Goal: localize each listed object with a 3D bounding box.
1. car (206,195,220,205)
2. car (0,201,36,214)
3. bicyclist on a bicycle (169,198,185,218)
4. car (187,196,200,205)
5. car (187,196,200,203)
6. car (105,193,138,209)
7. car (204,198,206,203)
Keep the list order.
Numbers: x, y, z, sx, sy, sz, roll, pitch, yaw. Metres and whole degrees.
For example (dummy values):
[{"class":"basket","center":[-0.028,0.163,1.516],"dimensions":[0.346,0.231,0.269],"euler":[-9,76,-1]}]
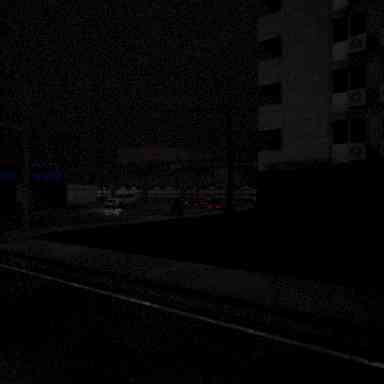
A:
[{"class":"car","center":[3.825,1.515,58.512],"dimensions":[1.812,1.442,4.674],"euler":[0,0,4]},{"class":"car","center":[-17.969,1.589,32.505],"dimensions":[1.895,1.301,4.718],"euler":[0,0,35]},{"class":"bicyclist on a bicycle","center":[-1.250,1.295,27.342],"dimensions":[1.656,1.620,0.582],"euler":[0,0,36]},{"class":"car","center":[0.352,1.552,59.102],"dimensions":[1.994,1.385,4.181],"euler":[0,0,4]},{"class":"car","center":[0.293,1.550,67.513],"dimensions":[1.994,1.385,4.181],"euler":[0,0,-8]},{"class":"car","center":[-9.672,1.208,46.139],"dimensions":[2.150,2.045,5.566],"euler":[0,0,21]},{"class":"car","center":[3.835,1.339,67.369],"dimensions":[2.097,1.767,4.553],"euler":[0,0,-8]}]
